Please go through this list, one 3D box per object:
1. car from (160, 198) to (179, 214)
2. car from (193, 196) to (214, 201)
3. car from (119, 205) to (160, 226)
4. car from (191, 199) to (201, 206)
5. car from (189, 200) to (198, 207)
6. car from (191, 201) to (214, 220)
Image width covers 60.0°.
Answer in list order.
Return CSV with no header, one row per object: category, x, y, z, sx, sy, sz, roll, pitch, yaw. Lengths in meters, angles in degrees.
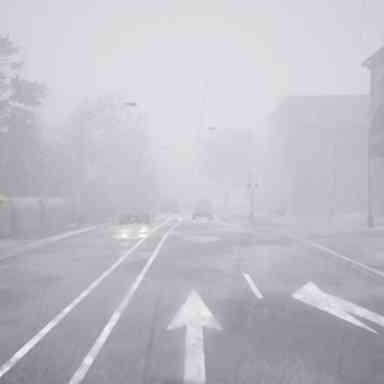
car,-2.912,1.739,43.809,2.150,2.045,5.566,0,-1,2
car,1.708,1.859,48.726,2.150,2.045,5.566,0,-1,3
car,-3.778,1.600,23.643,1.994,1.385,4.181,0,-1,3
car,1.132,2.842,92.048,2.097,1.535,5.008,1,2,11
car,0.391,3.028,85.952,2.002,1.452,4.674,-2,1,6
car,0.990,1.733,30.151,2.033,1.411,5.357,0,-1,2
